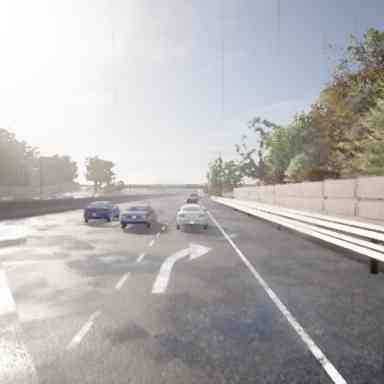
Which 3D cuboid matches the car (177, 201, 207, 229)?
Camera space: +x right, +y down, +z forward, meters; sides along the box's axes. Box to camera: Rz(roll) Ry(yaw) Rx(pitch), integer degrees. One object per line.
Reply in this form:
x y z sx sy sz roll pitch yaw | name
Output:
-0.008 1.511 21.360 1.812 1.442 4.674 0 0 0 | car

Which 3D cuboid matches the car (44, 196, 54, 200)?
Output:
-28.018 1.585 66.491 1.994 1.385 4.181 0 0 0 | car

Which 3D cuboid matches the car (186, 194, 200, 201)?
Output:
-0.016 1.501 57.994 1.882 1.535 5.008 0 0 0 | car

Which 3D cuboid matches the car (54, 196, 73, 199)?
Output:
-24.518 1.512 65.023 1.837 1.490 4.892 0 0 0 | car

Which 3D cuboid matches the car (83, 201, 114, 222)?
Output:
-6.904 1.463 25.973 1.882 1.535 5.008 0 0 0 | car

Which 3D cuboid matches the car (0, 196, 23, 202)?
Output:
-31.517 1.504 58.036 1.882 1.535 5.008 0 1 0 | car

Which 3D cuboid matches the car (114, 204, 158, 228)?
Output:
-3.406 1.533 22.042 2.033 1.411 5.357 0 0 0 | car
